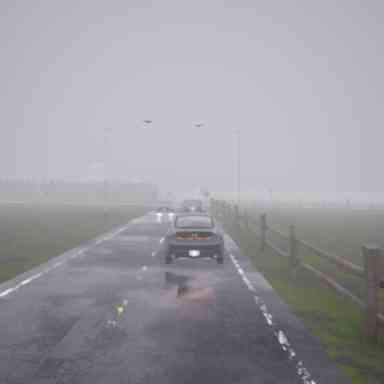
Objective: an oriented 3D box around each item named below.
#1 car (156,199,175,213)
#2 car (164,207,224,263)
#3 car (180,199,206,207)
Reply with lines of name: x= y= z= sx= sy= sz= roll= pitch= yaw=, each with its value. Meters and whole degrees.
car: x=-2.819 y=1.481 z=36.484 sx=2.033 sy=1.411 sz=5.357 roll=0 pitch=0 yaw=0
car: x=0.079 y=1.482 z=11.846 sx=1.837 sy=1.490 sz=4.892 roll=0 pitch=0 yaw=0
car: x=0.077 y=1.304 z=26.981 sx=2.097 sy=1.767 sz=4.553 roll=0 pitch=0 yaw=0
